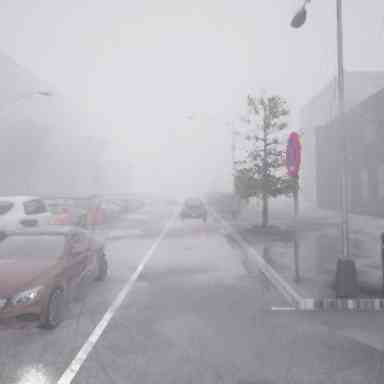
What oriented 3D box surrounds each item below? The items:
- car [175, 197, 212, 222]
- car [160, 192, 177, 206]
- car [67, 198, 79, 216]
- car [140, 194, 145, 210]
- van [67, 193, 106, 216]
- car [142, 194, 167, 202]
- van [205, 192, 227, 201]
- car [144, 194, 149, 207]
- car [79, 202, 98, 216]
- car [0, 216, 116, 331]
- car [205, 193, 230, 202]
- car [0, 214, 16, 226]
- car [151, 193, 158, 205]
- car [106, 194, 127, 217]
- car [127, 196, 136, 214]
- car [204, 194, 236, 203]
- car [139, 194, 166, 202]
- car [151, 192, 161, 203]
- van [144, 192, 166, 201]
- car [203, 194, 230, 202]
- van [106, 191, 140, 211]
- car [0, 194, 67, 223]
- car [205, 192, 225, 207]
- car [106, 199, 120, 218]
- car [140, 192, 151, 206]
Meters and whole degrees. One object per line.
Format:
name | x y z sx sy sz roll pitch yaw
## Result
car | 0.125 1.353 24.585 2.128 1.511 4.902 0 0 0
car | -3.035 1.212 47.546 1.882 1.535 5.008 0 0 0
car | -7.604 1.274 14.305 4.553 1.767 2.185 0 0 0
car | -7.621 1.292 33.860 4.892 1.521 2.231 0 0 0
van | -7.746 1.143 19.891 4.442 1.987 1.878 0 0 0
car | -7.610 1.158 67.363 4.792 1.488 2.163 0 0 0
van | 4.866 0.905 67.612 4.442 1.987 1.878 0 0 0
car | -7.606 1.277 36.654 4.892 1.521 2.231 0 0 0
car | -7.660 1.414 17.097 4.792 1.488 2.163 0 0 0
car | -3.092 1.486 6.948 1.812 1.442 4.674 0 0 0
car | 4.713 1.008 62.047 4.553 1.767 2.185 0 0 0
car | -7.670 1.460 8.718 4.792 1.488 2.163 0 0 0
car | -7.789 1.226 45.035 5.366 1.575 1.946 0 0 0
car | -7.654 1.212 25.478 4.553 1.767 2.185 0 0 0
car | -7.616 1.323 28.148 5.008 1.535 2.097 0 0 0
car | 4.926 1.147 59.128 5.366 1.575 1.946 0 0 0
car | -7.583 1.124 64.531 5.008 1.535 2.097 0 0 0
car | -7.783 1.195 50.622 5.366 1.575 1.946 0 0 0
van | -7.695 0.930 70.151 4.442 1.987 1.878 0 0 0
car | 4.752 1.123 64.837 5.008 1.535 2.097 0 0 0
van | -7.501 1.081 31.065 4.442 1.987 1.878 0 0 0
car | -7.666 1.164 11.509 5.566 2.045 2.435 0 0 0
car | 4.755 0.976 45.298 5.566 2.045 2.435 0 0 0
car | -7.624 1.393 22.686 4.674 1.452 2.002 0 0 0
car | -7.577 1.134 39.445 4.553 1.767 2.185 0 0 0
